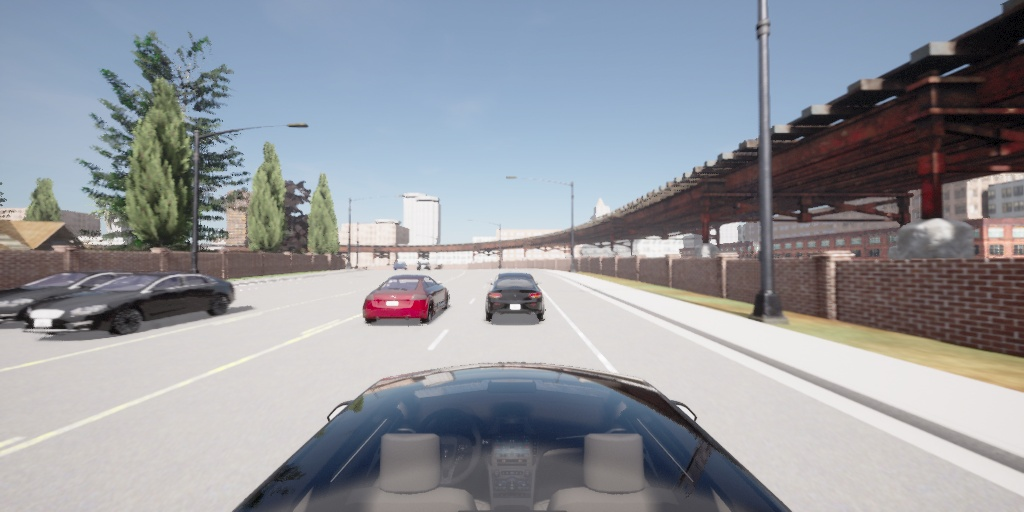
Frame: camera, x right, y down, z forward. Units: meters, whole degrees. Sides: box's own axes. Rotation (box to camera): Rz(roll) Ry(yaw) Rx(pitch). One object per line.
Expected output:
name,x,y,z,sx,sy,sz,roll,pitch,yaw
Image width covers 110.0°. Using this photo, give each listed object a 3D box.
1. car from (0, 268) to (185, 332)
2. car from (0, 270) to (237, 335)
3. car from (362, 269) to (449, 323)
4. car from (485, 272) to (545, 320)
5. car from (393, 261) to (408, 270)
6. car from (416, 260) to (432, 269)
car,-14.101,1.245,11.832,2.128,1.511,4.902,0,0,0
car,-10.600,1.245,10.551,2.128,1.511,4.902,0,0,0
car,-3.401,1.318,12.190,1.994,1.385,4.181,0,0,0
car,0.086,1.280,12.483,1.812,1.442,4.674,0,0,0
car,-16.540,1.468,53.346,2.033,1.411,5.357,0,-1,-12
car,-12.694,1.377,51.795,2.128,1.511,4.902,0,-1,-11
